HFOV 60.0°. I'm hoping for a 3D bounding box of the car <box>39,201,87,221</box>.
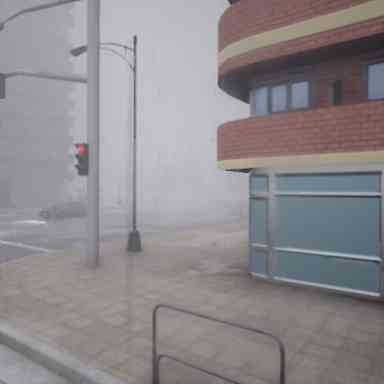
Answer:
[{"bbox_3d":[-9.582,1.414,25.823,1.994,1.385,4.181,0,0,36],"label":"car"}]
